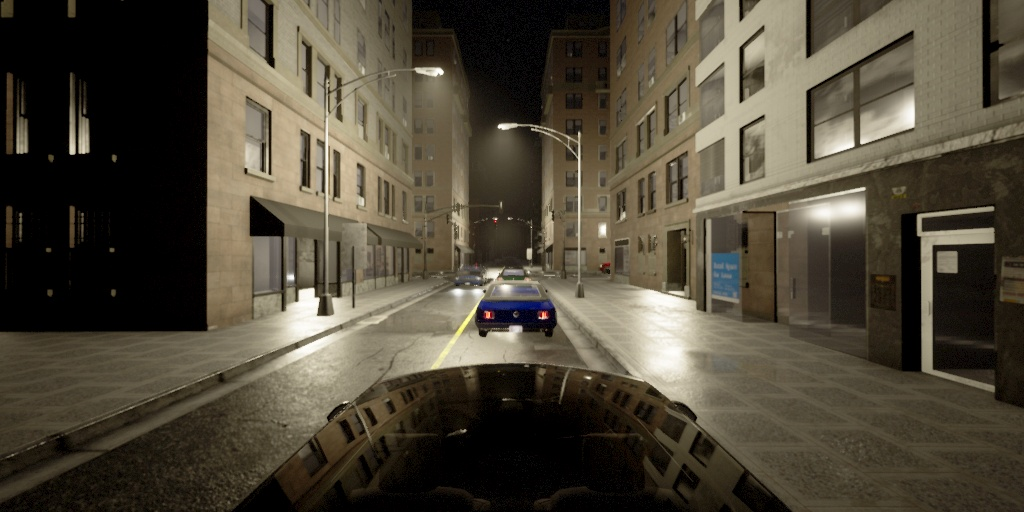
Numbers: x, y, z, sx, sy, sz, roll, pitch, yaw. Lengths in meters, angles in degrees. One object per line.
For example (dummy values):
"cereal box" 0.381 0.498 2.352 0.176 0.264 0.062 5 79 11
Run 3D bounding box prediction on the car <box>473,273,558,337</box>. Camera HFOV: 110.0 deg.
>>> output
"car" 0.096 1.346 10.226 1.895 1.301 4.718 0 0 0

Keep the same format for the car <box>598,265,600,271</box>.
"car" 12.242 1.076 40.016 5.009 1.841 2.192 0 0 0

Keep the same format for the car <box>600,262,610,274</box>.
"car" 12.186 1.230 37.492 5.008 1.535 1.882 0 0 0

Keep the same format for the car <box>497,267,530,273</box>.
"car" 0.086 1.308 20.115 1.994 1.385 4.181 0 0 0

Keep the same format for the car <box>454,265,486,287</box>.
"car" -2.766 1.316 24.965 2.033 1.411 5.357 0 0 0
